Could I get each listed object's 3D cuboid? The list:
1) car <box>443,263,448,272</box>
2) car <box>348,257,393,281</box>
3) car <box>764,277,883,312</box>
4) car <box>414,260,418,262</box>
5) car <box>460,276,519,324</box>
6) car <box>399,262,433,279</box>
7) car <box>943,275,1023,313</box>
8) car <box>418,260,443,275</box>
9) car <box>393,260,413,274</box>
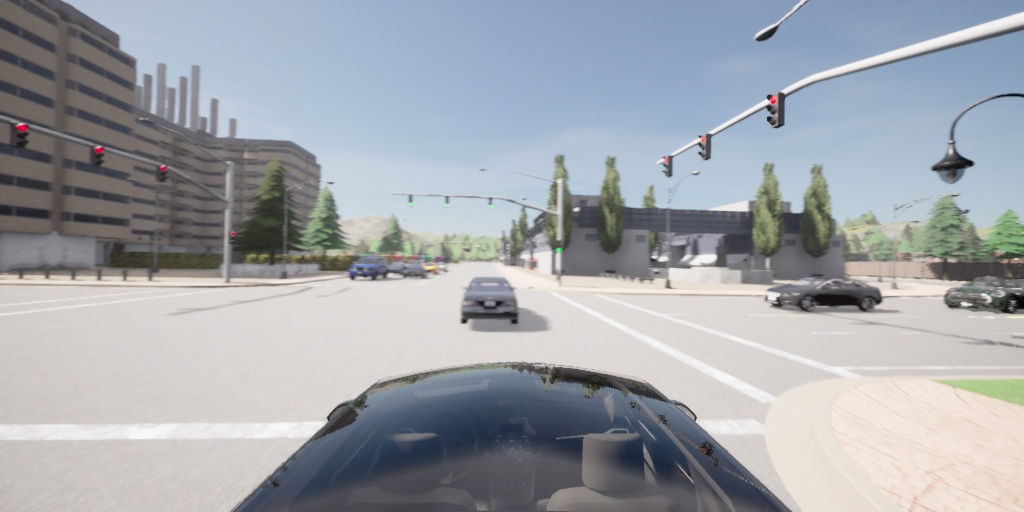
[{"bbox_3d":[-10.990,1.746,55.468,1.812,1.442,4.674,1,-1,-4],"label":"car"},{"bbox_3d":[-12.947,1.108,32.814,2.150,2.045,5.566,1,-1,-4],"label":"car"},{"bbox_3d":[14.309,1.728,16.612,4.902,1.511,2.128,1,-1,-5],"label":"car"},{"bbox_3d":[-14.386,1.676,53.708,2.033,1.411,5.357,1,-1,-4],"label":"car"},{"bbox_3d":[-0.797,1.422,12.615,2.033,1.411,5.357,1,-1,-4],"label":"car"},{"bbox_3d":[-9.697,1.565,36.444,1.994,1.385,4.181,1,-1,-4],"label":"car"},{"bbox_3d":[24.229,1.808,17.831,4.553,1.767,2.097,1,-1,-12],"label":"car"},{"bbox_3d":[-10.337,1.583,45.511,1.882,1.535,5.008,1,-1,-4],"label":"car"},{"bbox_3d":[-13.688,1.552,43.096,2.033,1.411,5.357,1,-1,-4],"label":"car"}]
